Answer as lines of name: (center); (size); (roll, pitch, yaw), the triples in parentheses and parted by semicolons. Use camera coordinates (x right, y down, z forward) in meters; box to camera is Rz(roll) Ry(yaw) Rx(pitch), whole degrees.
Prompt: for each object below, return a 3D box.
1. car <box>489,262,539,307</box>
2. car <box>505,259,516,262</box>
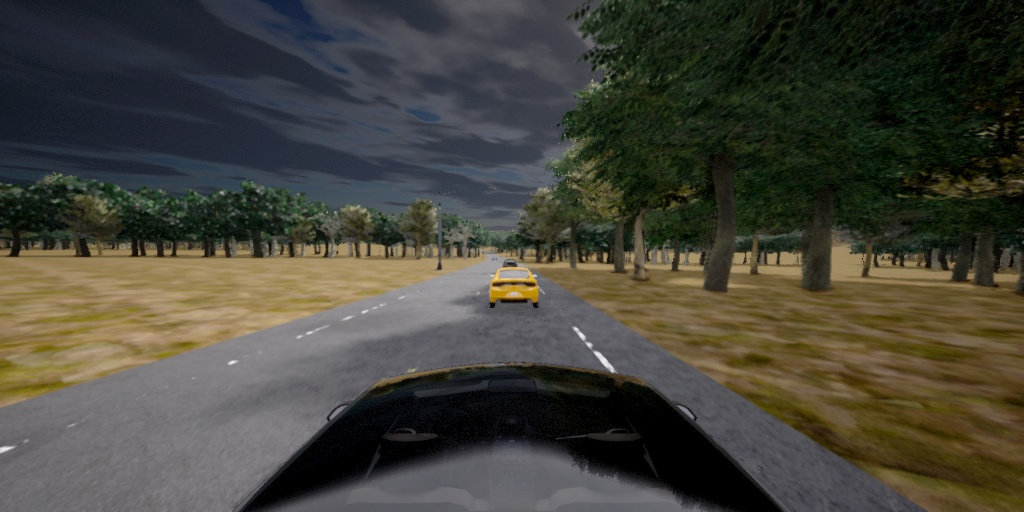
car: (0.066, 1.220, 15.516); (1.882, 1.535, 5.008); (0, 0, 0)
car: (-0.248, 1.186, 46.914); (1.837, 1.490, 4.892); (0, 1, -1)
